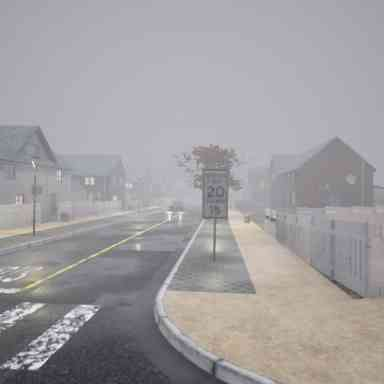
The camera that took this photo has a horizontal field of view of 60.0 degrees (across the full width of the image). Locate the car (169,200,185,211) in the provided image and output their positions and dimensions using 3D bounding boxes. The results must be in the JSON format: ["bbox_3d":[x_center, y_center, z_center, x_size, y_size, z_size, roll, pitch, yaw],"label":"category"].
[{"bbox_3d":[-2.137,1.978,47.832,1.837,1.490,4.892,1,-1,5],"label":"car"}]
